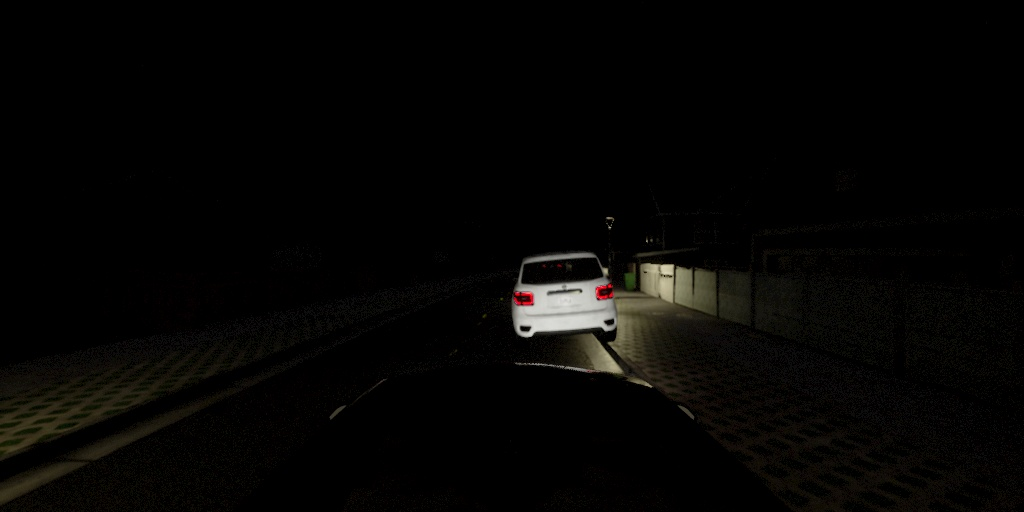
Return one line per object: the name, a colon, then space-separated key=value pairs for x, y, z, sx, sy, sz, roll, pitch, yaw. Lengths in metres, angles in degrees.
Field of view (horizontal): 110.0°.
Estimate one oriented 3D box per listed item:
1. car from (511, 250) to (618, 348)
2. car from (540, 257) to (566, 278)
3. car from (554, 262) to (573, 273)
car: x=1.168 y=0.937 z=9.415 sx=2.150 sy=2.045 sz=5.566 roll=-5 pitch=-1 yaw=3
car: x=4.496 y=1.161 z=38.313 sx=2.150 sy=2.045 sz=5.566 roll=0 pitch=0 yaw=13
car: x=7.027 y=1.525 z=48.696 sx=1.812 sy=1.442 sz=4.674 roll=0 pitch=0 yaw=18
